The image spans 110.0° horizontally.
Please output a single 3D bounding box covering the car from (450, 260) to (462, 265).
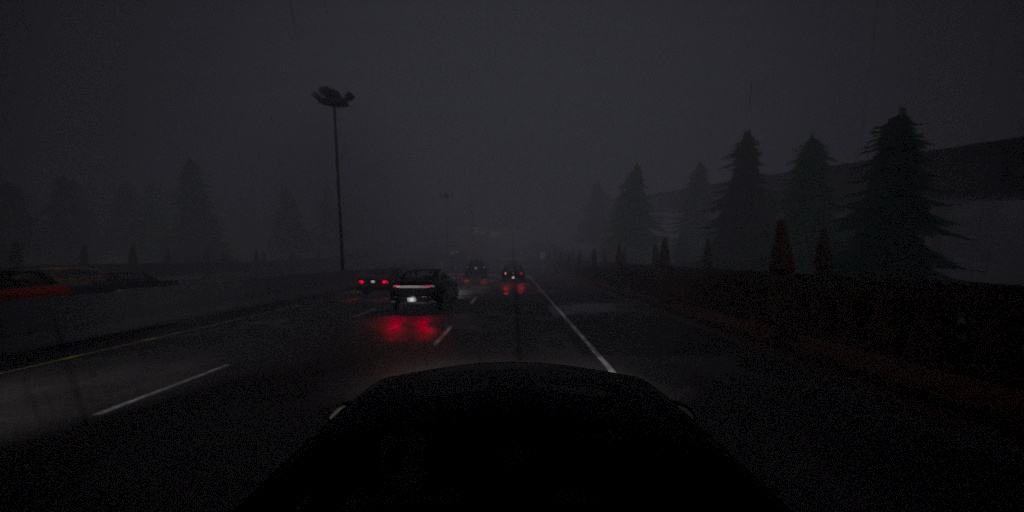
[{"bbox_3d":[-6.901,1.297,46.547,1.882,1.535,5.008,0,0,0],"label":"car"}]

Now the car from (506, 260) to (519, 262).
[{"bbox_3d":[0.099,1.242,52.452,1.994,1.385,4.181,0,2,0],"label":"car"}]

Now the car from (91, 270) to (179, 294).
[{"bbox_3d":[-17.599,1.383,15.654,1.895,1.301,4.718,0,0,0],"label":"car"}]

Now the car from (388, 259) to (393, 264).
[{"bbox_3d":[-17.548,1.052,56.787,1.994,1.385,4.181,0,3,1],"label":"car"}]

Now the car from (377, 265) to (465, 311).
[{"bbox_3d":[-3.400,1.270,14.578,2.128,1.511,4.902,0,0,0],"label":"car"}]

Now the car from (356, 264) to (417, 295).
[{"bbox_3d":[-6.900,1.339,20.293,2.033,1.411,5.357,0,0,0],"label":"car"}]

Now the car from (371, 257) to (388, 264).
[{"bbox_3d":[-21.034,0.979,57.435,1.812,1.442,4.674,0,3,1],"label":"car"}]

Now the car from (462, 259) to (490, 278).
[{"bbox_3d":[-3.401,1.178,35.806,2.097,1.767,4.553,0,0,0],"label":"car"}]

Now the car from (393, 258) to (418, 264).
[{"bbox_3d":[-14.070,1.307,48.665,1.812,1.442,4.674,0,1,0],"label":"car"}]

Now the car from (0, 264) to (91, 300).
[{"bbox_3d":[-14.098,1.119,8.757,2.097,1.767,4.553,0,0,0],"label":"car"}]

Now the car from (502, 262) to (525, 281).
[{"bbox_3d":[0.100,1.413,30.347,1.895,1.301,4.718,0,0,0],"label":"car"}]
